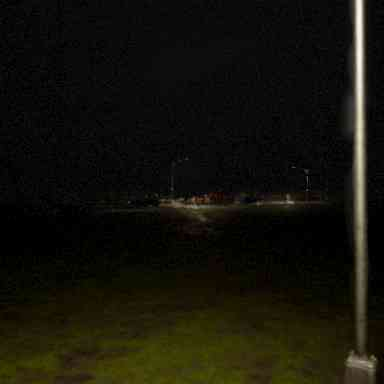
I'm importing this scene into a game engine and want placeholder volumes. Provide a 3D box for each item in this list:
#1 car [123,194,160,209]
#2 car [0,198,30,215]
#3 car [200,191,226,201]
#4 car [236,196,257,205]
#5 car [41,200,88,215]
[{"bbox_3d":[-7.099,1.287,47.147,2.150,2.045,5.566,1,1,43],"label":"car"},{"bbox_3d":[-19.232,1.466,34.023,2.097,1.767,4.553,1,1,42],"label":"car"},{"bbox_3d":[3.715,0.866,58.454,2.150,2.045,5.566,1,1,44],"label":"car"},{"bbox_3d":[10.061,1.514,60.961,1.882,1.535,5.008,1,1,44],"label":"car"},{"bbox_3d":[-13.604,1.618,35.817,2.128,1.511,4.902,1,1,43],"label":"car"}]
